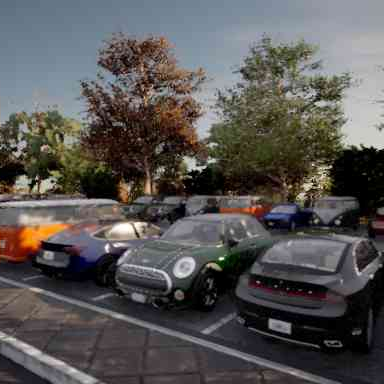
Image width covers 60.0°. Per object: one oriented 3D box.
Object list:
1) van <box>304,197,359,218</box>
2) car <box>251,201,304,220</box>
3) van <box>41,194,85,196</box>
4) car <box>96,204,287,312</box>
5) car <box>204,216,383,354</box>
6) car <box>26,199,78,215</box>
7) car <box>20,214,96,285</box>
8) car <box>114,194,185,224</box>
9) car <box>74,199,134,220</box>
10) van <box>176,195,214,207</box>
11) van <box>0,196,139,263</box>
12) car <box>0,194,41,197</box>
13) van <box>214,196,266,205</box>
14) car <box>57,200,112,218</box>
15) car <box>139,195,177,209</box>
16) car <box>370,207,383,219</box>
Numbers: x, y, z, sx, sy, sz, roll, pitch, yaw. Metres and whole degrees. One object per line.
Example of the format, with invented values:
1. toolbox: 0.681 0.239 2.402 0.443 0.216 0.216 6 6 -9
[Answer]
1. van: 7.950 1.245 18.396 1.878 1.987 4.442 0 0 35
2. car: 5.757 1.472 20.117 2.097 1.535 5.008 0 0 36
3. van: -12.256 1.280 33.243 1.878 1.987 4.442 0 0 36
4. car: 0.318 1.350 7.946 2.185 1.767 4.553 0 0 36
5. car: 2.550 1.479 6.290 2.231 1.521 4.892 0 0 36
6. car: -14.469 1.549 34.693 2.002 1.452 4.674 0 0 36
7. car: -1.933 1.507 9.566 2.163 1.488 4.792 0 0 36
8. car: -3.250 1.237 26.571 2.435 2.045 5.566 0 0 36
9. car: -7.731 1.497 29.830 2.097 1.535 5.008 0 0 36
10. van: 1.191 1.255 23.259 1.878 1.987 4.442 0 0 36
11. van: -4.134 1.255 11.261 1.878 1.987 4.442 0 0 36
12. car: -19.081 1.266 37.986 2.435 2.045 5.566 0 0 36
13. van: 3.575 1.251 21.828 1.878 1.987 4.442 0 0 36
14. car: -10.074 1.541 31.530 2.002 1.452 4.674 0 0 36
15. car: -1.003 1.233 24.951 2.435 2.045 5.566 0 0 36
16. car: 10.262 1.502 16.898 2.163 1.488 4.792 0 0 36
